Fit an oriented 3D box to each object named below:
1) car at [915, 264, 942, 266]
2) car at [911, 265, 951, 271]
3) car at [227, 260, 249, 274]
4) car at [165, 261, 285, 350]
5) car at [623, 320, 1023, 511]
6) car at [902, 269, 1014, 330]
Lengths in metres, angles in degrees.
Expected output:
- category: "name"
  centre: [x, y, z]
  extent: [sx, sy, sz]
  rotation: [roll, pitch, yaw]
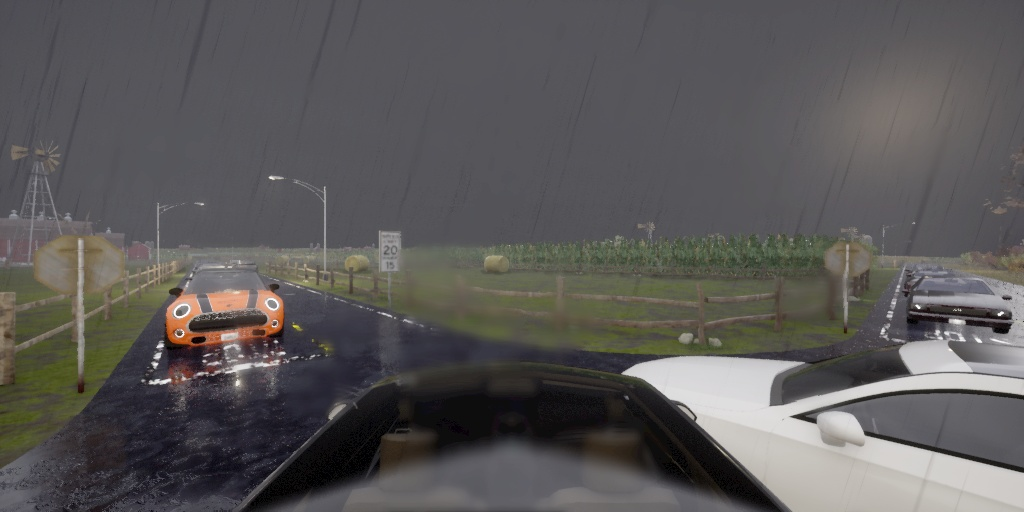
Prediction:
- category: "car"
  centre: [28.690, 1.305, 24.777]
  extent: [4.902, 1.511, 2.128]
  rotation: [0, 1, -42]
- category: "car"
  centre: [21.050, 1.361, 17.870]
  extent: [4.181, 1.385, 1.994]
  rotation: [0, 1, -43]
- category: "car"
  centre: [-33.211, 1.269, 43.389]
  extent: [1.837, 1.490, 4.892]
  rotation: [0, 0, -41]
- category: "car"
  centre: [-7.466, 1.137, 9.427]
  extent: [2.097, 1.767, 4.553]
  rotation: [0, 0, -39]
- category: "car"
  centre: [2.861, 1.293, 2.215]
  extent: [1.812, 1.442, 4.674]
  rotation: [0, 1, -43]
- category: "car"
  centre: [13.642, 1.333, 11.163]
  extent: [5.357, 1.411, 2.033]
  rotation: [0, 1, -42]
